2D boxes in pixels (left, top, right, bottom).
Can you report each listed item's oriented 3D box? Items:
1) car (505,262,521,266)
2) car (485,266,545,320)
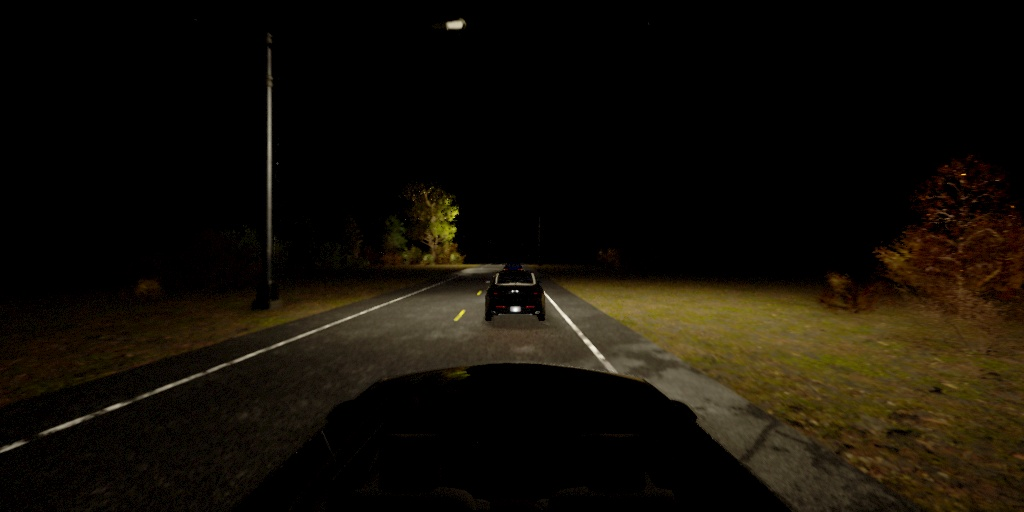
[{"bbox_3d":[0.099,1.272,32.412,1.812,1.442,4.674,0,0,0],"label":"car"},{"bbox_3d":[0.100,1.253,12.560,1.837,1.490,4.892,0,0,0],"label":"car"}]
